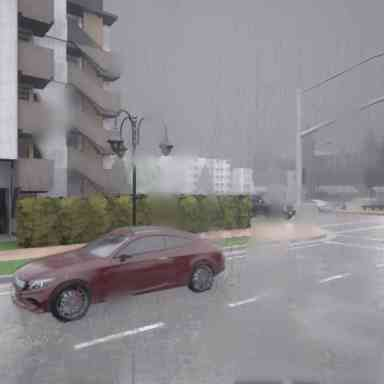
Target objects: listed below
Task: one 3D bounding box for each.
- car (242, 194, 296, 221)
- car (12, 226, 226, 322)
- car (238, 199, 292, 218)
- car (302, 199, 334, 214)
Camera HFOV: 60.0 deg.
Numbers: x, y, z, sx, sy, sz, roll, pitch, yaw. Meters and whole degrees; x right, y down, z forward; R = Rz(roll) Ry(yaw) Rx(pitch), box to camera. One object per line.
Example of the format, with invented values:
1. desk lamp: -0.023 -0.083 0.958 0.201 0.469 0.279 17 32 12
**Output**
1. car: 5.740 1.221 27.303 2.150 2.045 5.566 0 0 -38
2. car: -1.322 1.526 7.359 4.674 1.442 1.812 0 0 -36
3. car: 6.845 1.478 31.621 1.882 1.535 5.008 0 0 -37
4. car: 12.733 1.526 35.475 1.812 1.442 4.674 0 0 -37
